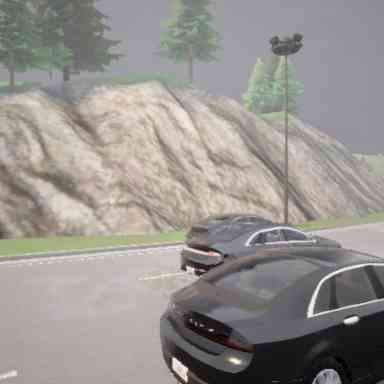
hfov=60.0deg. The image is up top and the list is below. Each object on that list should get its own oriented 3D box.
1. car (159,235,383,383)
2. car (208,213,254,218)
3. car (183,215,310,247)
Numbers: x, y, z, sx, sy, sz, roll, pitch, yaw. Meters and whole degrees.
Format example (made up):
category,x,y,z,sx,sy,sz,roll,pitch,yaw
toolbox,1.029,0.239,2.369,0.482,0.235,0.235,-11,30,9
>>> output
category,x,y,z,sx,sy,sz,roll,pitch,yaw
car,1.938,1.536,4.583,4.892,1.490,1.837,1,0,-32
car,2.069,1.589,13.033,4.892,1.490,1.837,0,0,-34
car,1.996,1.549,8.777,4.902,1.511,2.128,0,0,-33
